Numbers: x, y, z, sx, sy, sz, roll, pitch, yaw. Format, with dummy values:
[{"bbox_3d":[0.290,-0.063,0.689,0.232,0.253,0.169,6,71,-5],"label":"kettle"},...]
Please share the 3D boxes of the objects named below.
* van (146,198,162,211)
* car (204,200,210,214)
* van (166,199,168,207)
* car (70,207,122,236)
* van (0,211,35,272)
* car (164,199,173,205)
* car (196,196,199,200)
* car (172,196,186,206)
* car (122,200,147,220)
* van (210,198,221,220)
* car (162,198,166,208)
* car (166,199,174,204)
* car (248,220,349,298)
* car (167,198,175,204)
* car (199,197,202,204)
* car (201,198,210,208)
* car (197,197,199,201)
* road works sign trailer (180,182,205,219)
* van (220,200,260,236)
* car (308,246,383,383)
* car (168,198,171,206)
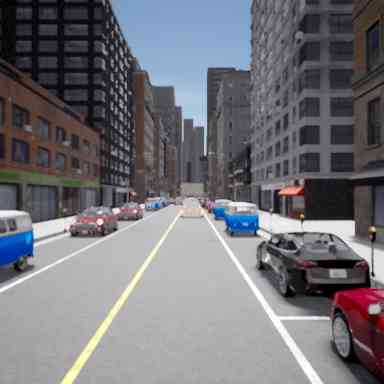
[{"bbox_3d":[-5.677,1.790,47.091,1.690,1.788,3.998,0,-1,0],"label":"van"},{"bbox_3d":[2.850,1.978,41.589,1.802,1.307,4.206,0,-1,0],"label":"car"},{"bbox_3d":[-5.679,1.896,58.092,1.690,1.788,3.998,0,-1,0],"label":"van"},{"bbox_3d":[-5.673,1.628,19.584,1.967,1.590,4.097,0,-1,0],"label":"car"},{"bbox_3d":[-5.671,1.424,8.583,1.690,1.788,3.998,0,-1,0],"label":"van"},{"bbox_3d":[-5.682,2.337,80.095,1.947,1.339,4.313,0,-1,0],"label":"car"},{"bbox_3d":[2.841,2.446,91.098,1.947,1.339,4.313,0,-1,0],"label":"car"},{"bbox_3d":[-3.011,2.225,71.792,2.033,1.411,5.357,0,-1,0],"label":"car"},{"bbox_3d":[-5.674,1.732,30.586,1.967,1.590,4.097,0,-1,0],"label":"car"},{"bbox_3d":[2.851,1.633,30.588,1.690,1.788,3.998,0,-1,0],"label":"van"},{"bbox_3d":[-5.678,2.052,52.589,2.008,1.369,4.403,0,-1,0],"label":"car"},{"bbox_3d":[-5.684,2.408,85.596,1.802,1.307,4.206,0,-1,0],"label":"car"},{"bbox_3d":[2.855,1.649,8.581,1.947,1.339,4.313,0,-1,0],"label":"car"},{"bbox_3d":[-5.685,2.321,91.098,1.967,1.590,4.097,0,-1,0],"label":"car"},{"bbox_3d":[2.846,1.870,58.094,2.192,1.841,5.009,0,-1,0],"label":"car"},{"bbox_3d":[2.848,2.083,52.590,1.802,1.307,4.206,0,-1,0],"label":"car"},{"bbox_3d":[2.843,2.321,80.096,2.008,1.369,4.403,0,-1,0],"label":"car"},{"bbox_3d":[-0.005,0.782,33.275,2.380,3.560,2.880,0,-1,0],"label":"road works sign trailer"},{"bbox_3d":[2.853,1.528,19.586,1.690,1.788,3.998,0,-1,0],"label":"van"},{"bbox_3d":[2.856,1.575,3.081,1.887,1.381,4.507,0,-1,0],"label":"car"},{"bbox_3d":[-5.679,2.174,63.592,1.947,1.339,4.313,0,-1,0],"label":"car"}]
